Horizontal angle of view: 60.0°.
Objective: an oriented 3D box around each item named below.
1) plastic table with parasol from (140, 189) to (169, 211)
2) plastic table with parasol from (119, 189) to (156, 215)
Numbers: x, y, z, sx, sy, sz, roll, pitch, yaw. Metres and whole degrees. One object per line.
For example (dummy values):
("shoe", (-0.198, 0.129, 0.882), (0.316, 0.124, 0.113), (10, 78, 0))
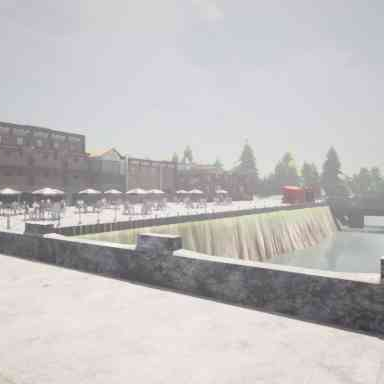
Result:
("plastic table with parasol", (-4.538, 0.925, 40.197), (2.482, 2.480, 2.482), (0, 0, 35))
("plastic table with parasol", (-5.297, 0.925, 32.509), (2.482, 2.480, 2.482), (0, 0, 35))
